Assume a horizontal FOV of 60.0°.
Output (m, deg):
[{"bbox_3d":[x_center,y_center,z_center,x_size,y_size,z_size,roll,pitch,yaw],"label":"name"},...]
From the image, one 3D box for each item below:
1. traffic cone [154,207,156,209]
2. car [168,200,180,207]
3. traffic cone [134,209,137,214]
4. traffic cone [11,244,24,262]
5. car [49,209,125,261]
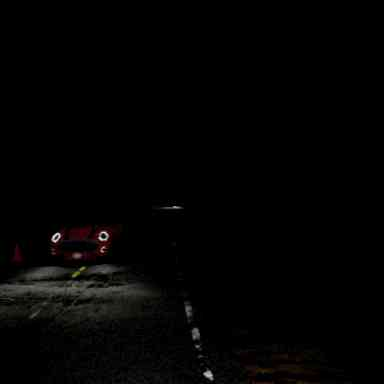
[{"bbox_3d":[-6.391,2.557,57.351,0.340,0.580,0.340,-1,0,4],"label":"traffic cone"},{"bbox_3d":[-3.413,2.157,63.508,1.994,1.385,4.181,-1,0,6],"label":"car"},{"bbox_3d":[-7.146,2.449,42.230,0.340,0.580,0.340,-1,0,1],"label":"traffic cone"},{"bbox_3d":[-6.287,2.182,11.976,0.340,0.580,0.340,-1,0,-5],"label":"traffic cone"},{"bbox_3d":[-3.956,1.543,13.197,2.097,1.767,4.553,-1,-1,-4],"label":"car"}]
